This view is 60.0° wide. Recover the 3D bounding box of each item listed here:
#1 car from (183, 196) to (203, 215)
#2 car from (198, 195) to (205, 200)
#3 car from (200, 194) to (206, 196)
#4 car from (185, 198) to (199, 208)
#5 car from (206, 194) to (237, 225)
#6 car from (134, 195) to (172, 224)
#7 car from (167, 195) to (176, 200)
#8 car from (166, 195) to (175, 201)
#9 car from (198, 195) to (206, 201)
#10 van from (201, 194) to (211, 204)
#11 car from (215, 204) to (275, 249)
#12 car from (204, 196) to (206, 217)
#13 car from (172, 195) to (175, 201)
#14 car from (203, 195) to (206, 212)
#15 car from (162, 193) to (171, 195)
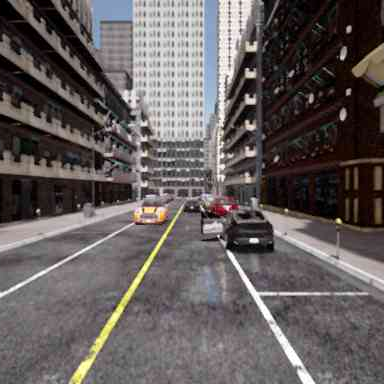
[{"bbox_3d":[0.012,1.482,37.367,1.812,1.442,4.674,0,0,1],"label":"car"},{"bbox_3d":[2.508,1.414,87.943,1.752,1.417,4.829,-1,0,0],"label":"car"},{"bbox_3d":[2.528,1.383,48.930,1.967,1.590,4.097,-1,0,0],"label":"car"},{"bbox_3d":[-0.015,1.544,48.245,1.895,1.301,4.718,0,0,0],"label":"car"},{"bbox_3d":[2.538,1.285,26.733,2.192,1.841,5.009,-1,0,0],"label":"car"},{"bbox_3d":[-2.862,1.324,24.202,2.097,1.767,4.553,0,0,0],"label":"car"},{"bbox_3d":[-5.372,1.433,87.750,1.887,1.381,4.507,-1,0,0],"label":"car"},{"bbox_3d":[-5.369,1.462,82.201,1.947,1.339,4.313,-1,0,0],"label":"car"},{"bbox_3d":[2.511,1.441,82.224,1.887,1.381,4.507,-1,0,0],"label":"car"},{"bbox_3d":[2.520,1.269,60.028,1.690,1.788,3.998,-1,0,0],"label":"van"},{"bbox_3d":[2.221,1.489,14.329,1.837,1.490,4.892,0,0,0],"label":"car"},{"bbox_3d":[2.537,1.403,32.283,1.967,1.590,4.097,-1,0,0],"label":"car"},{"bbox_3d":[-5.369,1.219,76.651,2.192,1.841,5.009,-1,0,0],"label":"car"},{"bbox_3d":[2.532,1.475,43.551,1.752,1.417,4.829,-1,0,0],"label":"car"},{"bbox_3d":[-5.359,1.368,60.004,1.967,1.590,4.097,-1,0,0],"label":"car"}]
